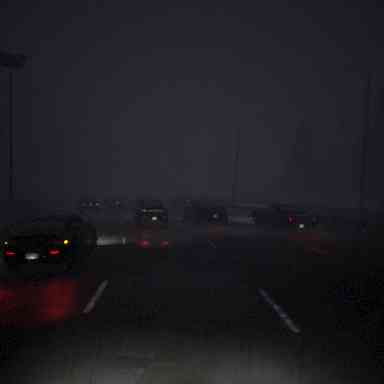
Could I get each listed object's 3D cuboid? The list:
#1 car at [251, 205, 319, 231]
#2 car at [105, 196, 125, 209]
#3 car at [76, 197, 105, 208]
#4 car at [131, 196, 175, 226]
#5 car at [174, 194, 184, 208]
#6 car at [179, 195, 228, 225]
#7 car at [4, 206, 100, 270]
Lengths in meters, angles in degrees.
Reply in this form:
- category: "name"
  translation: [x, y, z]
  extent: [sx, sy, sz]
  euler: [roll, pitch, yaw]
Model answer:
- category: "car"
  translation: [5.005, 1.370, 18.727]
  extent: [1.895, 1.301, 4.718]
  euler: [0, 1, -12]
- category: "car"
  translation: [-8.958, 1.117, 37.665]
  extent: [1.994, 1.385, 4.181]
  euler: [0, 1, -27]
- category: "car"
  translation: [-10.086, 1.168, 32.094]
  extent: [2.033, 1.411, 5.357]
  euler: [0, 1, -24]
- category: "car"
  translation: [-2.717, 1.239, 20.993]
  extent: [2.128, 1.511, 4.902]
  euler: [0, 1, -14]
- category: "car"
  translation: [-1.124, 1.054, 37.466]
  extent: [1.837, 1.490, 4.892]
  euler: [0, 1, -23]
- category: "car"
  translation: [0.754, 1.216, 21.546]
  extent: [1.882, 1.535, 5.008]
  euler: [0, 1, -14]
- category: "car"
  translation: [-4.258, 1.400, 10.570]
  extent: [1.812, 1.442, 4.674]
  euler: [0, 1, -7]
